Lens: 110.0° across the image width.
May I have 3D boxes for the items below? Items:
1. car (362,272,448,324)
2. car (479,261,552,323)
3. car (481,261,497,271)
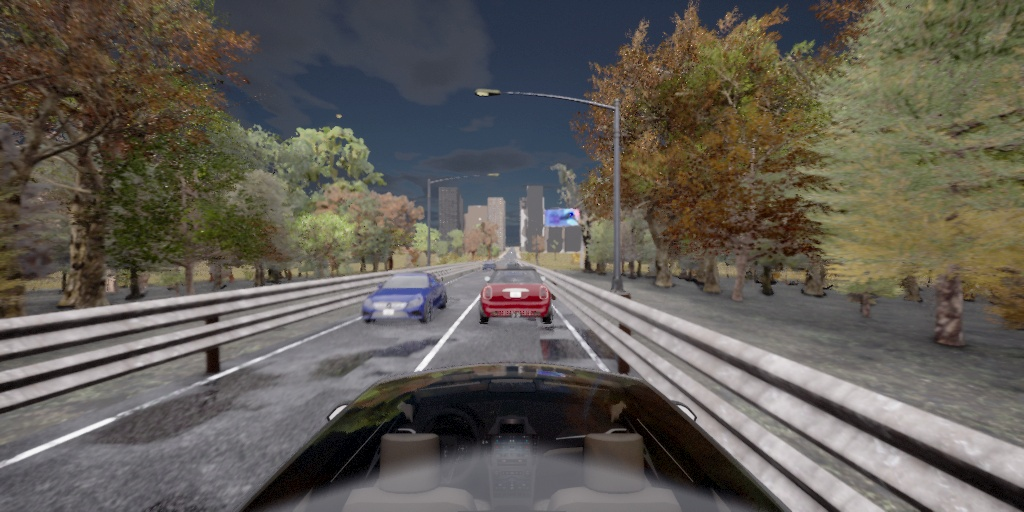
[{"bbox_3d":[-3.346,1.270,12.049,1.812,1.442,4.674,0,0,0],"label":"car"},{"bbox_3d":[0.104,1.097,12.143,2.097,1.767,4.553,0,0,0],"label":"car"},{"bbox_3d":[-3.322,1.430,53.264,2.033,1.411,5.357,0,0,0],"label":"car"}]
